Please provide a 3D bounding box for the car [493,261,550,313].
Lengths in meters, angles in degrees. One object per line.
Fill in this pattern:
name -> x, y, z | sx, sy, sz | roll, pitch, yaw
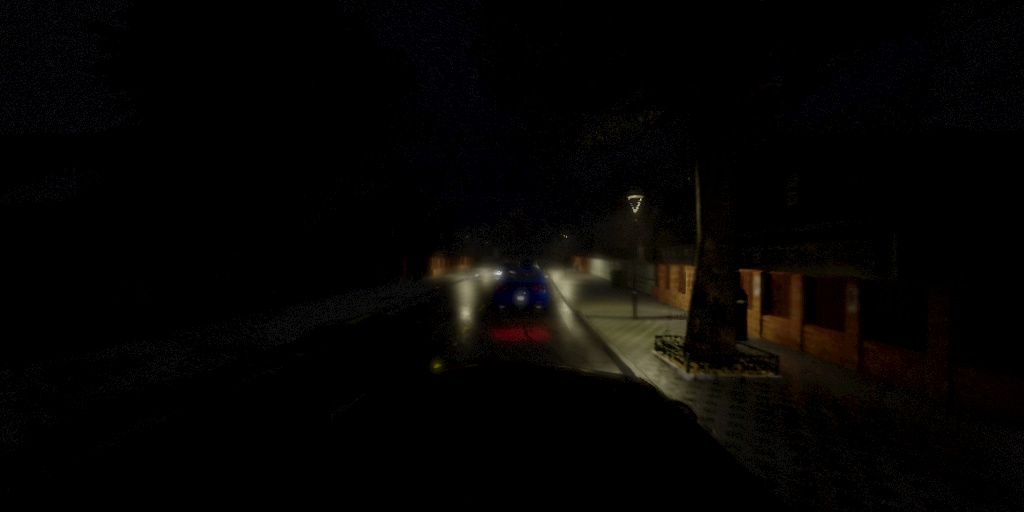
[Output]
car -> 0.390, 1.137, 13.625 | 1.882, 1.535, 5.008 | 0, 1, 3

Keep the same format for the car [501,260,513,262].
car -> -0.621, 1.085, 43.016 | 1.895, 1.301, 4.718 | 0, 0, 4
